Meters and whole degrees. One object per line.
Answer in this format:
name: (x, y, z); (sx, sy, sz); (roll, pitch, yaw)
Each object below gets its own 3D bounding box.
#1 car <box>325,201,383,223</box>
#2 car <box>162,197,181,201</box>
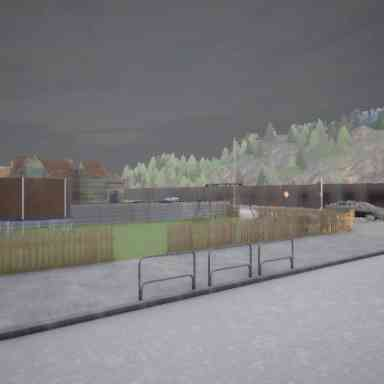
car: (12.736, 1.435, 25.755); (2.128, 1.511, 4.902); (0, 0, -36)
car: (-2.688, 1.457, 47.376); (1.812, 1.442, 4.674); (0, 0, -36)
